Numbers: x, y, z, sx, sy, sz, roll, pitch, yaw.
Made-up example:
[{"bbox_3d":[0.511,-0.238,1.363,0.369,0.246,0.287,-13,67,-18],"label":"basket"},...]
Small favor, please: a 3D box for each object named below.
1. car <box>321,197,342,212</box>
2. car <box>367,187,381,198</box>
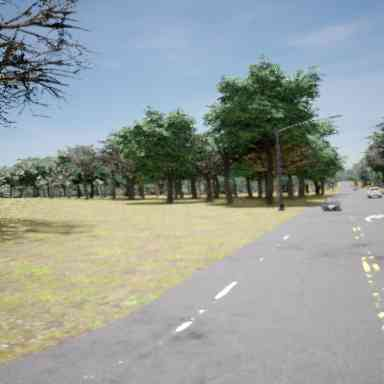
[{"bbox_3d":[15.512,1.365,36.867,2.128,1.511,4.902,-4,-1,24],"label":"car"},{"bbox_3d":[37.022,0.138,67.699,2.150,2.045,5.566,-4,-1,24],"label":"car"}]
